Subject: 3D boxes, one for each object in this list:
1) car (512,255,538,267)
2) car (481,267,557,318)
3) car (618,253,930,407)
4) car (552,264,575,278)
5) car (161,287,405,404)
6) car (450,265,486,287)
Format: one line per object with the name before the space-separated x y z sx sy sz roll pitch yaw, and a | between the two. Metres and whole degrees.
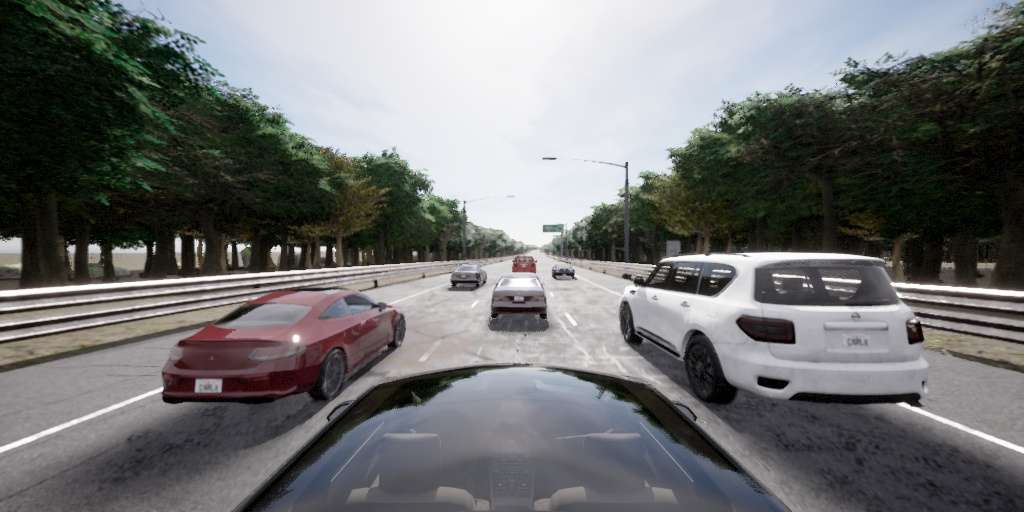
car | 1.186 0.971 33.499 2.150 2.045 5.566 0 0 3
car | 0.264 1.297 13.009 2.033 1.411 5.357 0 0 1
car | 3.650 0.974 6.443 2.150 2.045 5.566 0 0 1
car | 4.689 1.354 33.448 1.895 1.301 4.718 0 0 3
car | -3.356 1.272 6.289 1.812 1.442 4.674 0 0 0
car | -2.828 1.293 24.310 2.033 1.411 5.357 0 0 3
